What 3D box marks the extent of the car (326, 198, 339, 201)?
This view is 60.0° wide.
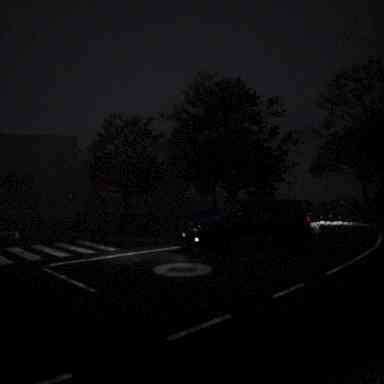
[{"bbox_3d":[19.850,1.961,48.362,1.882,1.535,5.008,-1,-1,26],"label":"car"}]

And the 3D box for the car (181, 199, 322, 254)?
[{"bbox_3d":[2.340,1.335,14.133,5.566,2.045,2.150,-1,0,-16],"label":"car"}]

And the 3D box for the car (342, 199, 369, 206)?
[{"bbox_3d":[36.654,2.284,74.591,2.097,1.535,5.008,0,-1,-42],"label":"car"}]

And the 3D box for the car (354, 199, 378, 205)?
[{"bbox_3d":[40.887,2.354,78.334,2.002,1.452,4.674,0,-1,-42],"label":"car"}]

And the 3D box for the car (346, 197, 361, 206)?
[{"bbox_3d":[32.406,1.997,70.864,2.435,2.045,5.566,1,-1,-42],"label":"car"}]

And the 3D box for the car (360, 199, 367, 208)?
[{"bbox_3d":[33.501,2.187,61.556,4.674,1.442,1.812,1,-1,-42],"label":"car"}]

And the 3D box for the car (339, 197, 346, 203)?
[{"bbox_3d":[24.537,1.977,57.964,4.181,1.385,1.994,1,-1,-42],"label":"car"}]

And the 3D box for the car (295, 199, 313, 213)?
[{"bbox_3d":[14.851,1.776,44.220,2.097,1.767,4.553,0,-1,16],"label":"car"}]

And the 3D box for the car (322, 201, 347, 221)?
[{"bbox_3d":[11.740,1.772,29.068,1.994,1.385,4.181,0,-1,13],"label":"car"}]

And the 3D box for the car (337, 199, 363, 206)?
[{"bbox_3d":[34.539,2.306,72.714,2.002,1.452,4.674,0,-1,-42],"label":"car"}]
